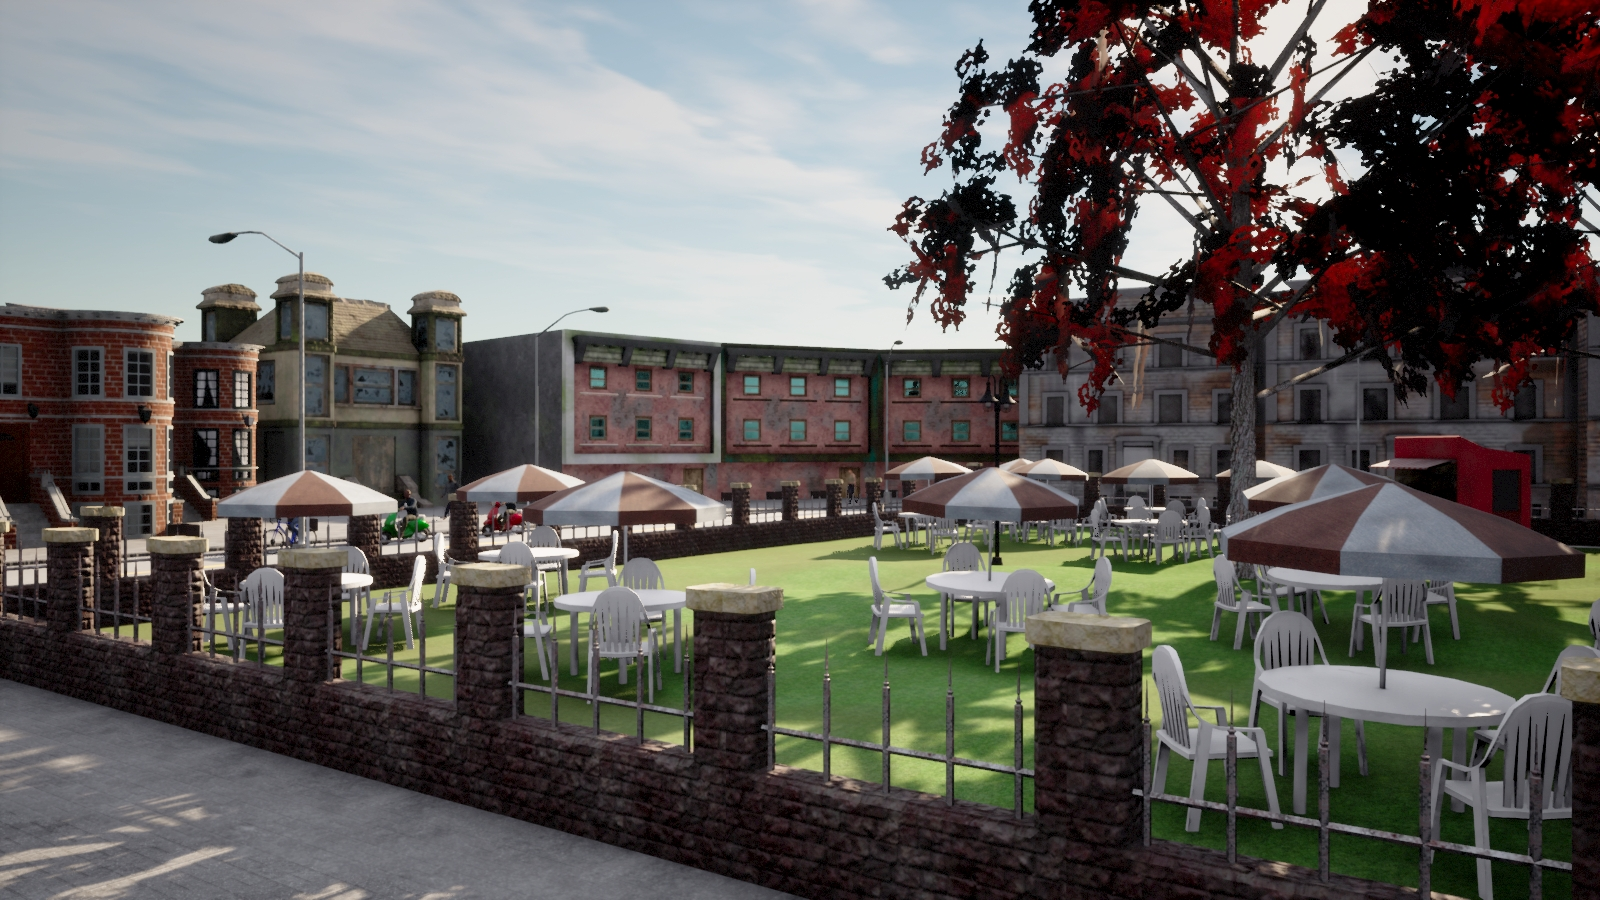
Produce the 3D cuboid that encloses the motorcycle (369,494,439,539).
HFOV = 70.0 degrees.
[{"bbox_3d":[-11.759,1.950,33.969,0.856,1.236,1.805,0,0,35],"label":"motorcycle"}]

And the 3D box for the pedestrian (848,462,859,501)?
[{"bbox_3d":[2.568,1.514,55.190,0.375,1.860,0.375,0,0,-37],"label":"pedestrian"}]

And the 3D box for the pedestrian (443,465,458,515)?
[{"bbox_3d":[-13.220,1.516,43.237,0.375,1.860,0.375,0,0,31],"label":"pedestrian"}]
